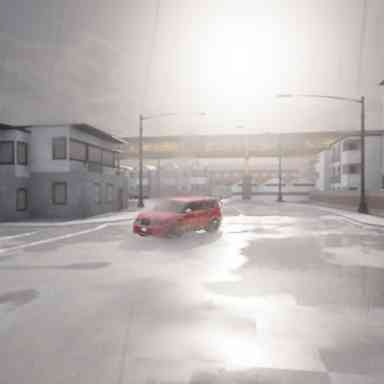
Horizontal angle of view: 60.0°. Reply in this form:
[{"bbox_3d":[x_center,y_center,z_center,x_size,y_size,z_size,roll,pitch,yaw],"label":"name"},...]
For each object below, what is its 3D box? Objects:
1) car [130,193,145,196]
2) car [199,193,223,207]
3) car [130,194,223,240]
[{"bbox_3d":[-10.277,0.874,66.439,4.718,1.301,1.895,-1,-1,41],"label":"car"},{"bbox_3d":[2.380,1.020,43.055,1.837,1.490,4.892,2,1,-11],"label":"car"},{"bbox_3d":[-0.519,1.321,17.781,2.150,2.045,5.566,4,4,38],"label":"car"}]
